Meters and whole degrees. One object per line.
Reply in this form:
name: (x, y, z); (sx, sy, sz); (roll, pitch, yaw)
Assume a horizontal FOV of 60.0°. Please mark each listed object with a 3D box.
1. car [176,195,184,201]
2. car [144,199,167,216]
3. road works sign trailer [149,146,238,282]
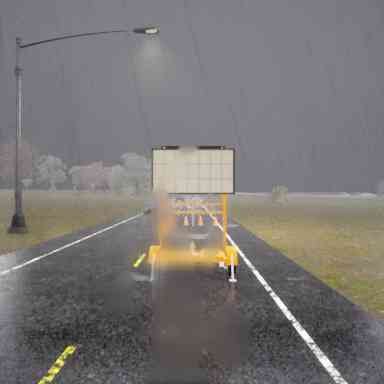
car: (-3.177, 1.565, 88.447); (1.994, 1.385, 4.181); (0, 0, 0)
car: (-3.484, 1.506, 32.239); (1.837, 1.490, 4.892); (0, 0, 0)
road works sign trailer: (0.034, 0.465, 9.769); (2.380, 3.560, 2.880); (0, 0, 0)
